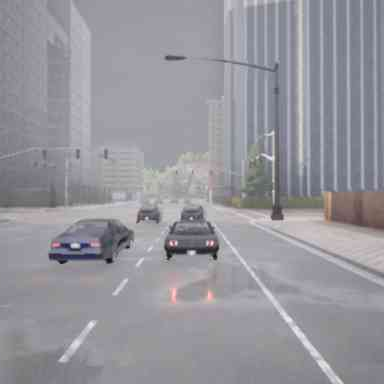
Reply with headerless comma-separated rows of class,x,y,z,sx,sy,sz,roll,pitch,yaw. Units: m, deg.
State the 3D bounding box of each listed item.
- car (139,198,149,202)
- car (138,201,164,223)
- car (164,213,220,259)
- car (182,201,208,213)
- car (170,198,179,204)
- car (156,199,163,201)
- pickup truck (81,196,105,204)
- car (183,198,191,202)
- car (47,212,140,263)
car,-11.695,2.246,82.056,2.097,1.767,4.553,0,-1,-1
car,-3.578,1.818,28.503,1.837,1.490,4.892,0,0,-1
car,0.011,1.746,13.228,1.895,1.301,4.718,0,-1,0
car,0.246,1.817,28.498,1.837,1.490,4.892,-1,0,8
car,-4.810,2.484,89.111,1.812,1.442,4.674,0,-1,-1
car,-8.195,2.443,82.082,1.994,1.385,4.181,0,-1,-1
pickup truck,-24.844,1.967,83.679,2.390,2.098,6.274,0,-1,30
car,-1.304,2.495,88.800,2.033,1.411,5.357,0,-1,-1
car,-3.498,1.685,12.493,2.033,1.411,5.357,0,-1,0
